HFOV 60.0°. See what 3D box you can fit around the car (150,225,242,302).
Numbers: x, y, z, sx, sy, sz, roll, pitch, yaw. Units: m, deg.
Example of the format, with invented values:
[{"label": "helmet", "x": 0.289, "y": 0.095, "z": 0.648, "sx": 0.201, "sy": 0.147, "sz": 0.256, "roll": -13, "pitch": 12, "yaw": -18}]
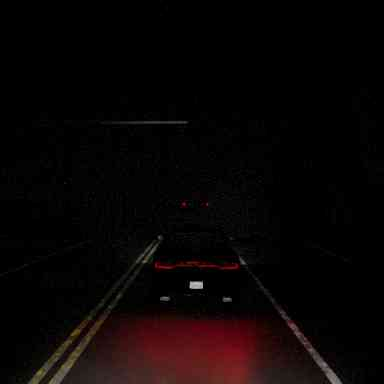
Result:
[{"label": "car", "x": 0.086, "y": 1.594, "z": 8.582, "sx": 1.882, "sy": 1.535, "sz": 5.008, "roll": 1, "pitch": -1, "yaw": 0}]
